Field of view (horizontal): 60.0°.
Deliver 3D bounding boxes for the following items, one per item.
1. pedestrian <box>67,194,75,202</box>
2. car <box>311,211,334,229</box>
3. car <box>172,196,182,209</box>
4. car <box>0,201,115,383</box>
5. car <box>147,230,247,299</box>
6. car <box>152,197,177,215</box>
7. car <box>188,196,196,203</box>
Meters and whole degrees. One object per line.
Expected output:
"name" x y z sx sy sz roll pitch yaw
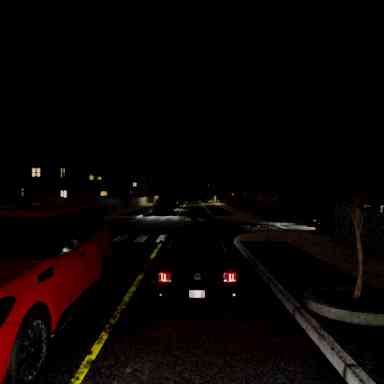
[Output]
"pedestrian" -9.631 1.046 26.420 0.375 1.860 0.375 0 -2 0
"car" 10.670 1.877 23.501 4.181 1.385 1.994 1 -1 0
"car" -2.845 1.428 46.956 2.097 1.767 4.553 0 0 0
"car" -2.850 1.224 5.554 2.150 2.045 5.566 0 0 0
"car" 0.098 1.605 8.391 1.895 1.301 4.718 0 0 0
"car" -2.879 1.546 34.137 1.837 1.490 4.892 0 0 1
"car" -0.004 1.695 75.456 1.837 1.490 4.892 0 0 0
